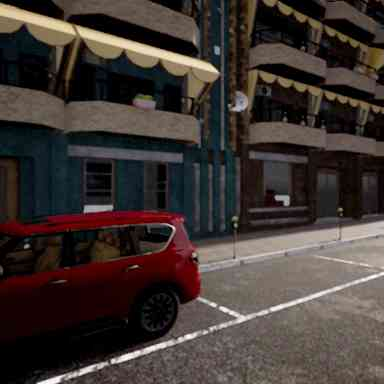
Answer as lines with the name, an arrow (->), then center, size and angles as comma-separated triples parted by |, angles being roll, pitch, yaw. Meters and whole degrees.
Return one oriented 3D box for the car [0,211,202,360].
car -> -2.154, 1.299, 4.999 | 5.009, 1.841, 2.192 | -1, 2, -35
